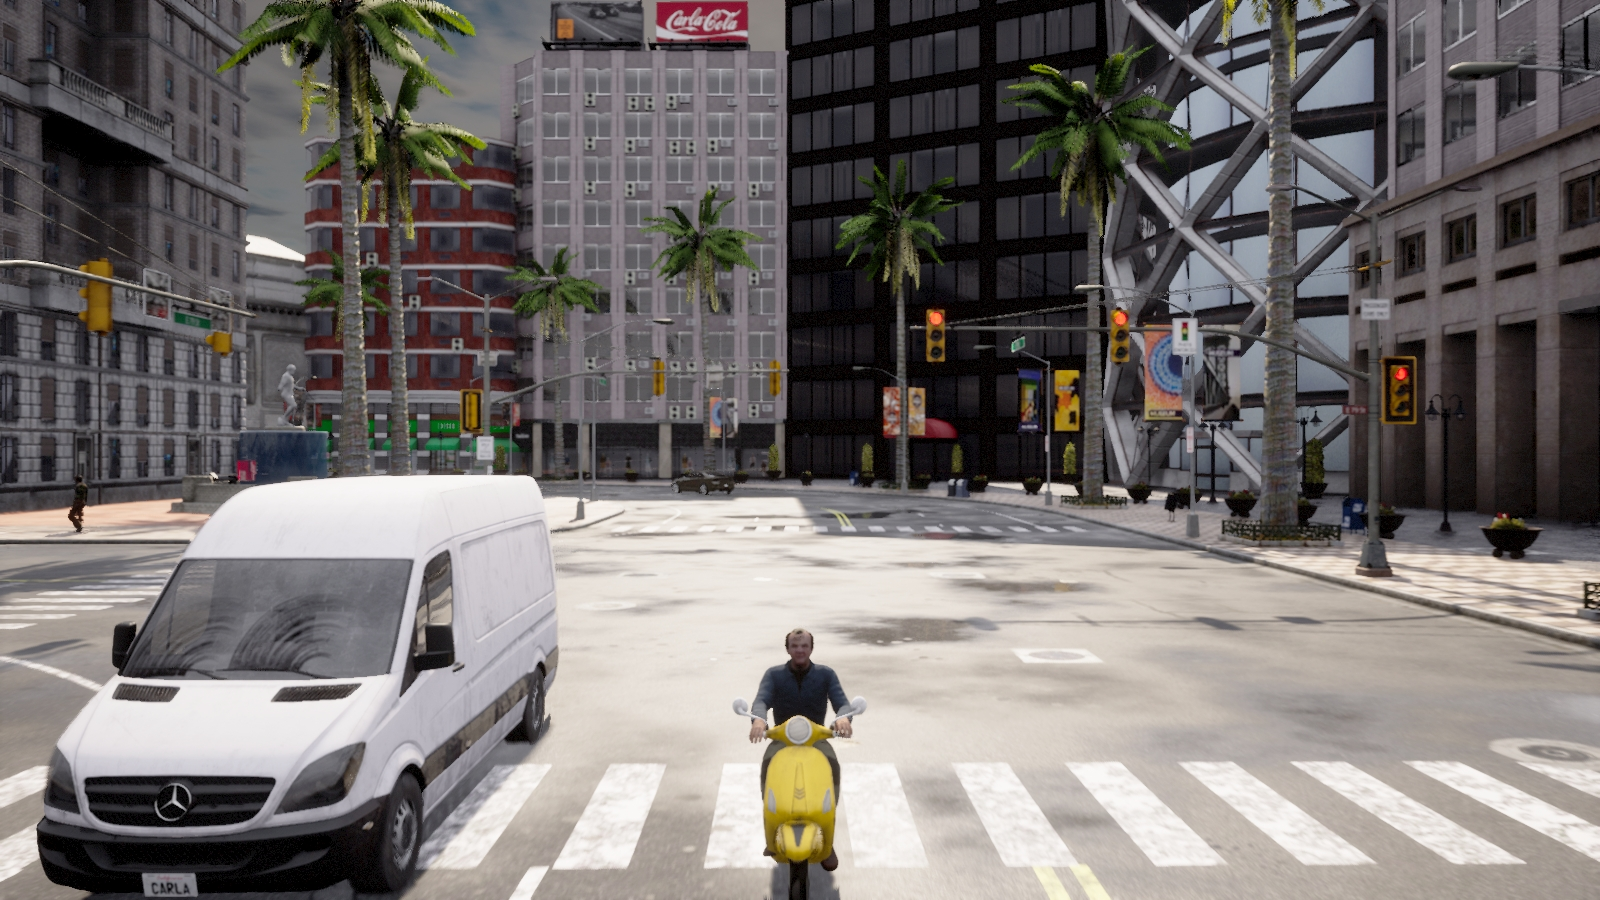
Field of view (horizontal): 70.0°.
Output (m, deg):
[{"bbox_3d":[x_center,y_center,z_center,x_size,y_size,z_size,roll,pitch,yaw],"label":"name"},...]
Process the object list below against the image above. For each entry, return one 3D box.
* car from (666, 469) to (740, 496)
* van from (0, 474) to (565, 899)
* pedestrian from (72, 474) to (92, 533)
[{"bbox_3d":[-6.184,2.034,72.309,2.097,1.535,5.006,0,0,-41],"label":"car"},{"bbox_3d":[-3.504,1.534,9.270,1.988,2.561,5.915,0,0,0],"label":"van"},{"bbox_3d":[-22.719,1.696,36.156,0.375,1.860,0.375,0,0,4],"label":"pedestrian"}]
